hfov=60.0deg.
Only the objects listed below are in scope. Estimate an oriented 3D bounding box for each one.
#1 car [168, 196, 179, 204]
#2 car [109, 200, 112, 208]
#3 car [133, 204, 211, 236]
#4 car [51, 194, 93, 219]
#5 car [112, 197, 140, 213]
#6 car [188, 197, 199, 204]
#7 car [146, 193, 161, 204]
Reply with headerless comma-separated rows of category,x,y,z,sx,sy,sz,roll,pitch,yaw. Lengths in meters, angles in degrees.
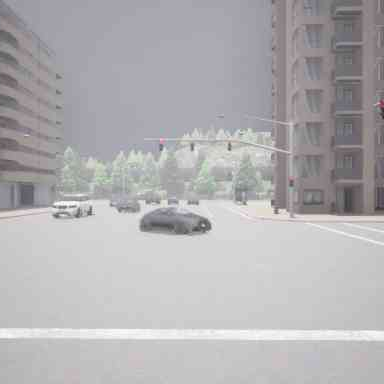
car,-3.374,1.526,60.030,1.812,1.442,4.674,0,0,0
car,-10.488,1.491,47.662,2.128,1.511,4.902,0,0,0
car,-0.993,1.564,18.510,4.181,1.385,1.994,0,0,38
car,-10.539,1.222,29.766,2.150,2.045,5.566,0,0,0
car,-7.021,1.547,37.374,2.033,1.411,5.357,0,0,0
car,0.223,1.564,58.373,1.994,1.385,4.181,0,0,0
car,-6.884,1.224,59.495,2.150,2.045,5.566,0,0,0
